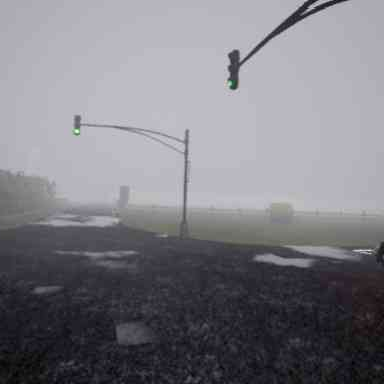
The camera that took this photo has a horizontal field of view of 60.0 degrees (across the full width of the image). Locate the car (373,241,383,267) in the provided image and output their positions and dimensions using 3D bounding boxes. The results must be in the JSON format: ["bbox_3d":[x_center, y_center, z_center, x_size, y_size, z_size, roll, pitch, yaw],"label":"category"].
[{"bbox_3d":[8.501,2.059,11.471,4.674,1.442,1.812,3,-2,-18],"label":"car"}]
